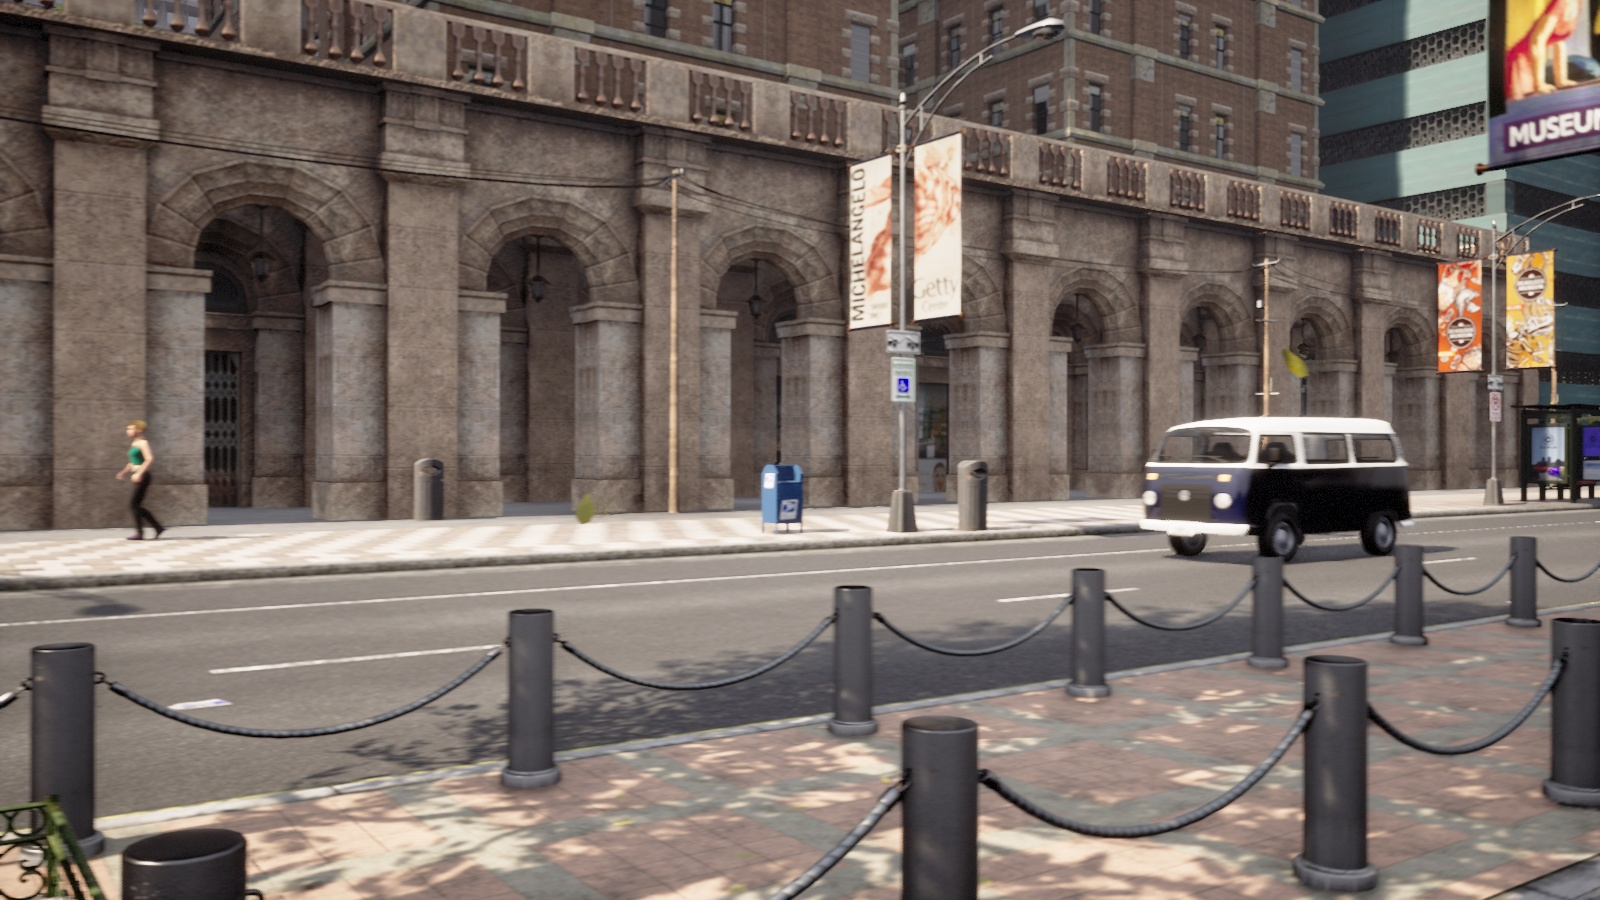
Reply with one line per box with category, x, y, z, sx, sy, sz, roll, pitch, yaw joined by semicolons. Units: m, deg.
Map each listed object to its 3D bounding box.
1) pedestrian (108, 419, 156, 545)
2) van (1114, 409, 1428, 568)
pedestrian;-9.960;0.468;18.718;0.594;1.836;0.345;0;0;-35
van;6.879;0.498;18.195;4.480;2.038;2.069;0;0;-35
